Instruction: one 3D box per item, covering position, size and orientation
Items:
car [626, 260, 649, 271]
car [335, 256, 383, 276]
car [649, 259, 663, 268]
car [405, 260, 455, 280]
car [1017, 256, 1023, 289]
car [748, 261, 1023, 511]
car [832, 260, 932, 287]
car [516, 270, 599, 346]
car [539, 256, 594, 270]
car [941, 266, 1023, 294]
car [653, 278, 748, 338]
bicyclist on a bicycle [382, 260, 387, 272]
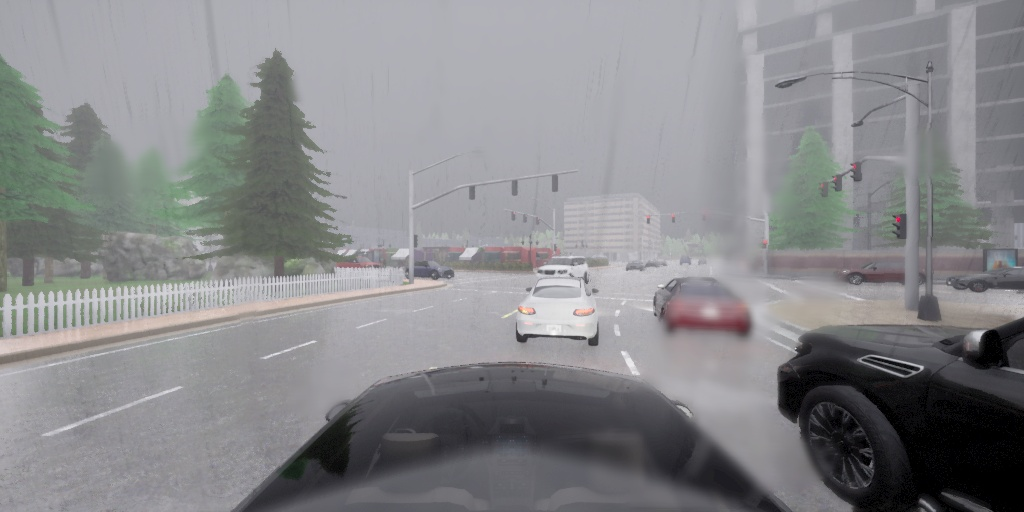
[{"bbox_3d":[16.479,1.314,47.666,1.994,1.385,4.181,0,0,29],"label":"car"},{"bbox_3d":[-15.663,1.027,36.674,5.566,2.045,2.150,0,0,30],"label":"car"},{"bbox_3d":[23.561,1.351,60.287,1.895,1.301,4.718,0,0,30],"label":"car"},{"bbox_3d":[-7.321,1.157,31.939,4.553,1.767,2.097,0,0,30],"label":"car"},{"bbox_3d":[34.251,1.027,20.657,5.566,2.045,2.150,0,0,30],"label":"car"},{"bbox_3d":[3.737,0.971,1.190,2.150,2.045,5.566,0,0,0],"label":"car"},{"bbox_3d":[25.914,1.157,25.388,4.553,1.767,2.097,0,0,30],"label":"car"},{"bbox_3d":[1.275,1.276,9.412,1.812,1.442,4.674,0,0,11],"label":"car"},{"bbox_3d":[3.603,1.004,24.559,2.150,2.045,5.566,0,0,29],"label":"car"},{"bbox_3d":[28.002,1.331,20.154,4.674,1.442,1.812,0,0,29],"label":"car"},{"bbox_3d":[5.296,1.314,10.419,1.994,1.385,4.181,0,0,17],"label":"car"},{"bbox_3d":[-15.735,1.258,44.274,0.582,1.620,1.656,0,0,-23],"label":"bicyclist on a bicycle"}]
